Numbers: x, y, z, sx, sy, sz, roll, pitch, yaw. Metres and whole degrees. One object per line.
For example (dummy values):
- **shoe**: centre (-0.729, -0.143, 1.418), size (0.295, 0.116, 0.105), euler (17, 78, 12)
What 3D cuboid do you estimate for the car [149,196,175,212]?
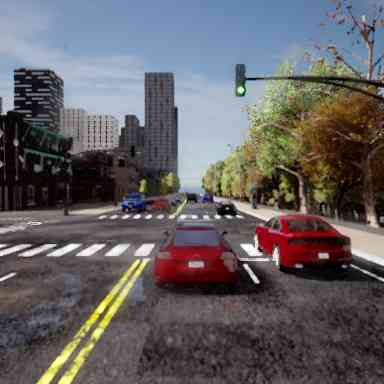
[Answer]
- **car**: centre (-3.338, 1.460, 38.105), size (1.882, 1.535, 5.008), euler (0, 0, 0)

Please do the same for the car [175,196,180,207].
- **car**: centre (-3.318, 1.522, 50.852), size (2.033, 1.411, 5.357), euler (0, 0, 0)

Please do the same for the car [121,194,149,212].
- **car**: centre (-6.585, 1.203, 38.355), size (2.150, 2.045, 5.566), euler (0, 0, 0)

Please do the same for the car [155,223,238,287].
- **car**: centre (0.099, 1.561, 9.335), size (1.994, 1.385, 4.181), euler (0, 0, 0)

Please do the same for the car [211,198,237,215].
- **car**: centre (3.350, 1.548, 33.566), size (1.994, 1.385, 4.181), euler (0, 0, 0)

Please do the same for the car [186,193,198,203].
- **car**: centre (-0.005, 1.186, 67.622), size (2.150, 2.045, 5.566), euler (0, 0, 0)

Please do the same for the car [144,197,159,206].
- **car**: centre (-6.551, 1.573, 54.216), size (1.895, 1.301, 4.718), euler (0, 0, 0)

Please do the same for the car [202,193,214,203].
- **car**: centre (3.245, 1.186, 67.622), size (2.150, 2.045, 5.566), euler (0, 0, 0)

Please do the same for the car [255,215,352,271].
- **car**: centre (3.349, 1.474, 10.934), size (1.882, 1.535, 5.008), euler (0, 0, 0)

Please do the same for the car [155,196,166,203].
- **car**: centre (-6.504, 1.509, 68.995), size (1.994, 1.385, 4.181), euler (0, 0, 0)
